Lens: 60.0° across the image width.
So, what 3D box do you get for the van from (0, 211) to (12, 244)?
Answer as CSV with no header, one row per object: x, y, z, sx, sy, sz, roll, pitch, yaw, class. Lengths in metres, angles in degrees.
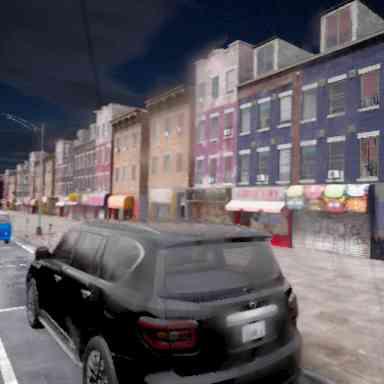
-11.248,1.955,18.625,1.690,1.788,3.998,1,-2,-36,van

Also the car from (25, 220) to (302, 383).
-1.009,1.444,5.234,2.150,2.045,5.566,3,-3,-36,car
